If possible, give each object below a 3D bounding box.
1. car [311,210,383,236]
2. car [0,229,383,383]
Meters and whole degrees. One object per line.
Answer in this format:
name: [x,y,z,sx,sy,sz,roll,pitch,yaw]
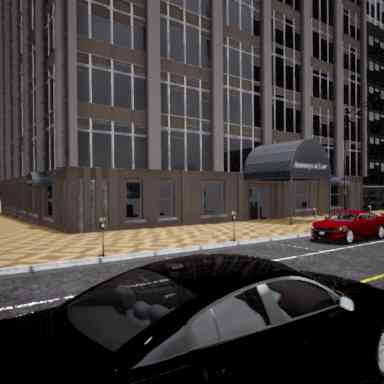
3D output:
car: [7.474,1.542,15.764,4.507,1.381,1.887,0,-1,-35]
car: [0.520,1.477,3.805,5.008,1.535,1.882,0,0,-35]
